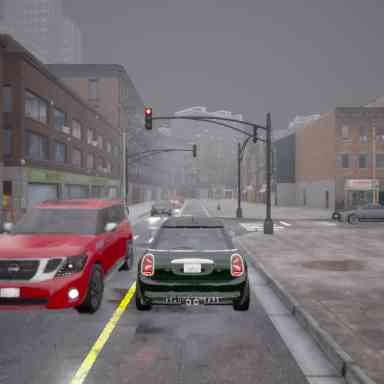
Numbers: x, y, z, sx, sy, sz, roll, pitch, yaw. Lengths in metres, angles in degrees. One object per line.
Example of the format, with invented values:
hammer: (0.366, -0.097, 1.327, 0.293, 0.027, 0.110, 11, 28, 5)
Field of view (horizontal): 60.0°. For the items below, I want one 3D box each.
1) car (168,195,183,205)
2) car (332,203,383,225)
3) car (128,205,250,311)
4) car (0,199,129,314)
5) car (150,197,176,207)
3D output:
car: (-2.759, 1.370, 45.522, 2.097, 1.767, 4.553, 0, 0, 0)
car: (12.059, 1.489, 23.257, 4.181, 1.385, 1.994, 0, 0, 0)
car: (0.023, 1.352, 7.933, 2.097, 1.767, 4.553, 0, 0, 0)
car: (-2.835, 1.221, 7.954, 2.150, 2.045, 5.566, 0, 0, 0)
car: (-2.789, 1.510, 31.308, 1.837, 1.490, 4.892, 0, 0, 0)
